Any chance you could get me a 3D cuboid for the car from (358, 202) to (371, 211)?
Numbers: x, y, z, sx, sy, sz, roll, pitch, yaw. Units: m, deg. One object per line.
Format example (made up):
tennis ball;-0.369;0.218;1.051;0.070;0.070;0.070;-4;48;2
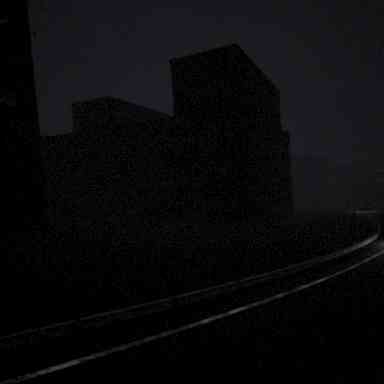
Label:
car;30.025;2.505;57.967;1.882;1.535;5.008;-3;-2;24
